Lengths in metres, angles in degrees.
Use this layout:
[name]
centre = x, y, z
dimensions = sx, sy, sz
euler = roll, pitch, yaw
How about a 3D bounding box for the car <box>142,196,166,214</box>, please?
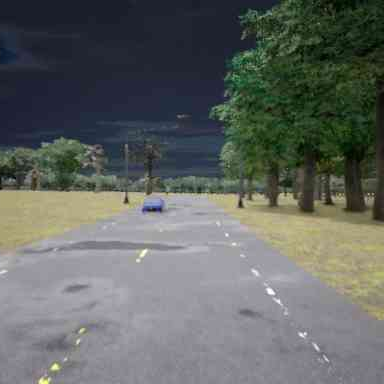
[car]
centre = -3.579, 1.214, 31.702
dimensions = 1.882, 1.535, 5.008
euler = 0, 1, 0
